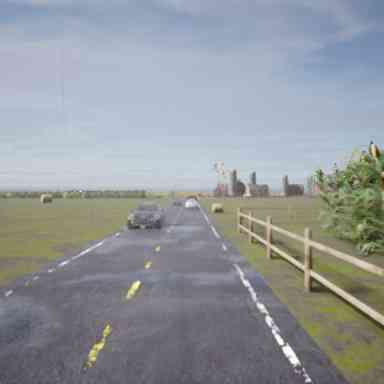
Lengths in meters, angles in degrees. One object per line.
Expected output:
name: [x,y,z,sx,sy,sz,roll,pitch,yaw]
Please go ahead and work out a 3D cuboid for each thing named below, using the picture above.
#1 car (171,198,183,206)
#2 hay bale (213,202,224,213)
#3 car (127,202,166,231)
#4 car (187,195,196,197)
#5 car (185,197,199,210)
car: [-2.807,1.847,63.336,1.837,1.490,4.892,0,0,0]
hay bale: [3.106,1.871,39.766,1.220,1.180,1.240,1,0,0]
car: [-2.862,1.469,21.675,2.097,1.767,4.553,0,0,0]
car: [-0.038,1.554,61.081,2.150,2.045,5.566,0,0,0]
car: [-0.021,1.792,48.849,1.812,1.442,4.674,0,0,0]
